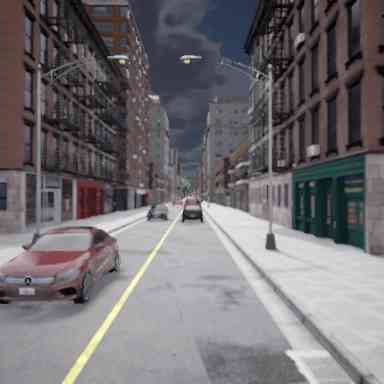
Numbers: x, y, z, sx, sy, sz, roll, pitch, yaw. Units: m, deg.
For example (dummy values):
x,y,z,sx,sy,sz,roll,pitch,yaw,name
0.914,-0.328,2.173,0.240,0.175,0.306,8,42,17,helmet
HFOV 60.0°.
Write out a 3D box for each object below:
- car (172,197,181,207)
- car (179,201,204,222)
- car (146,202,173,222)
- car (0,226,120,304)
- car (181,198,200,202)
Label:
x,y,z,sx,sy,sz,roll,pitch,yaw,name
-3.081,2.195,71.884,2.150,2.045,5.566,0,-1,0,car
0.059,1.892,30.458,1.882,1.535,5.008,0,-1,0,car
-3.136,1.932,31.360,1.837,1.490,4.892,0,-1,0,car
-3.108,1.645,8.594,1.812,1.442,4.674,0,-1,0,car
0.046,1.776,40.808,2.150,2.045,5.566,0,-1,-2,car
